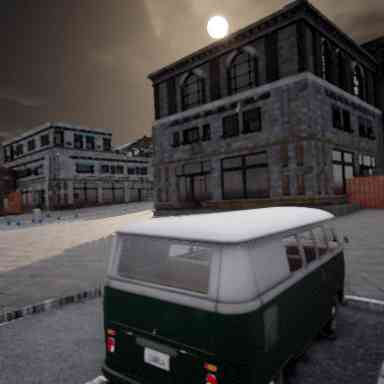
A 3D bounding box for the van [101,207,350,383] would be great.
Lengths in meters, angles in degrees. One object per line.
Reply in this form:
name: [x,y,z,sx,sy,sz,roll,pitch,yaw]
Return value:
van: [0.935,1.253,4.795,1.878,1.987,4.442,0,0,36]
